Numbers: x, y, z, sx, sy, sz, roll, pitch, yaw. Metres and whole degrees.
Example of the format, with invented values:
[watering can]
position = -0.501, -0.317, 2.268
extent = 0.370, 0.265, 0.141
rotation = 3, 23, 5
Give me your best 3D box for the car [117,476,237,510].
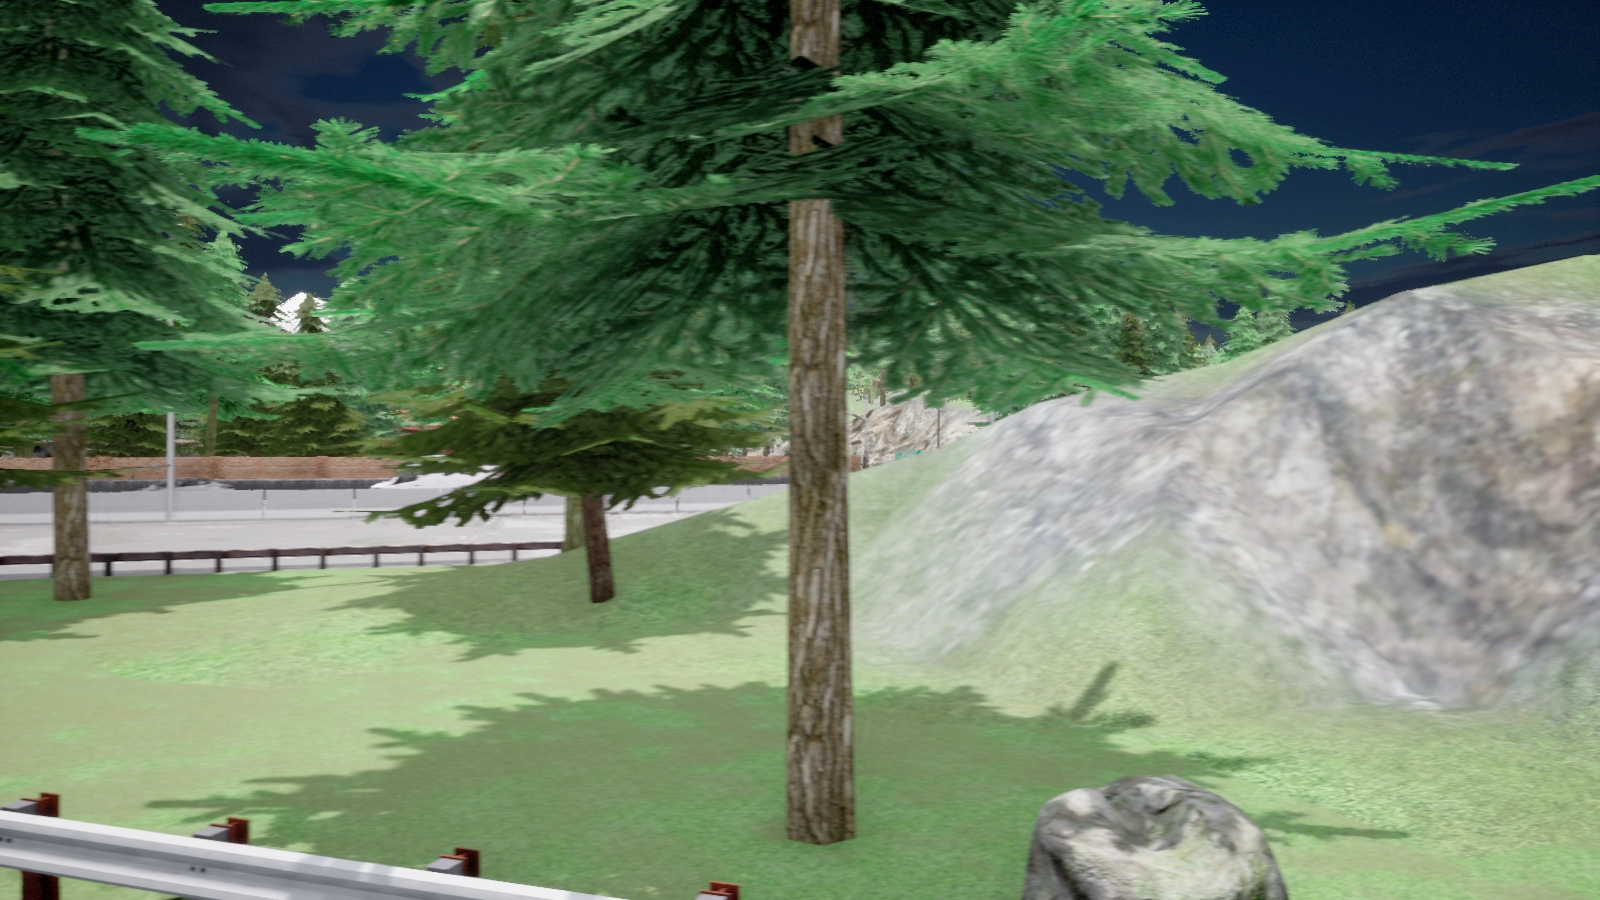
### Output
[car]
position = -30.080, 2.057, 55.358
extent = 4.792, 1.488, 2.163
rotation = 0, 0, -18
